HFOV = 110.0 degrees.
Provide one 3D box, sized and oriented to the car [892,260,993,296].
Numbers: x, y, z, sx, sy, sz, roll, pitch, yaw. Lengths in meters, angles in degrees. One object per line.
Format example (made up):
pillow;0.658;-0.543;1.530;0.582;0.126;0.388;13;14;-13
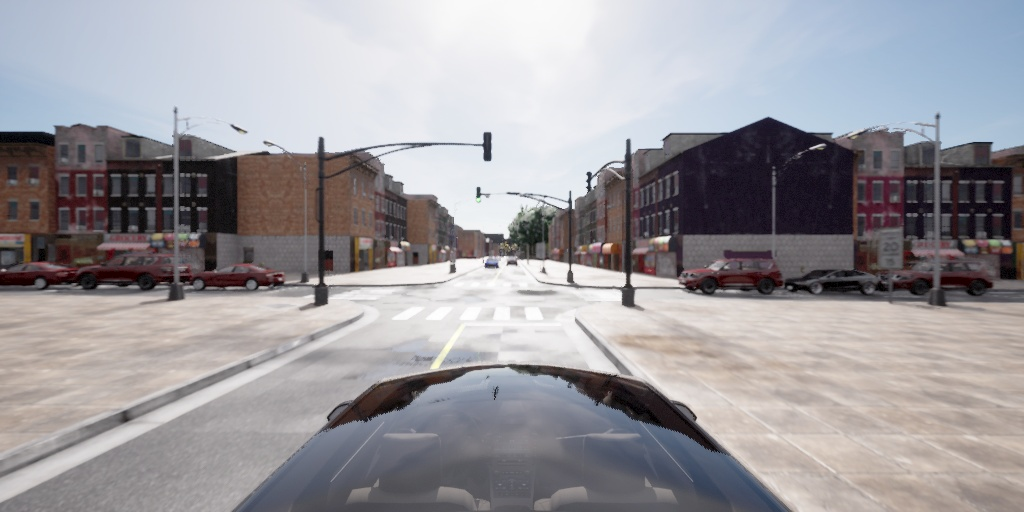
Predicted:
car;22.572;1.141;19.332;5.009;1.841;2.192;0;0;0

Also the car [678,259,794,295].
car;11.719;1.057;19.319;5.009;1.841;2.192;0;0;0

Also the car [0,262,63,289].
car;-25.557;1.021;19.276;4.507;1.381;1.888;0;0;0

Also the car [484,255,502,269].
car;-2.795;0.955;50.136;1.882;1.535;5.008;0;0;0

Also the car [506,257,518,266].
car;0.036;0.954;61.141;1.812;1.442;4.674;0;0;0

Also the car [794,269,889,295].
car;17.145;1.350;19.326;4.313;1.339;1.948;0;0;0

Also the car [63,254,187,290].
car;-20.123;0.827;19.282;5.009;1.841;2.192;0;0;0

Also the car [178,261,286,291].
car;-14.690;1.095;19.288;4.507;1.381;1.888;0;0;0
